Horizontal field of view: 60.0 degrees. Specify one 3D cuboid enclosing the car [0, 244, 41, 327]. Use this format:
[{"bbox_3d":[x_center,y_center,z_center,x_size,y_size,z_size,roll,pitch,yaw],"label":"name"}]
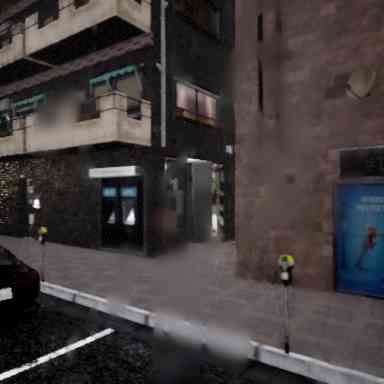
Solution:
[{"bbox_3d":[-4.508,1.550,6.094,4.313,1.339,1.947,0,0,35],"label":"car"}]
